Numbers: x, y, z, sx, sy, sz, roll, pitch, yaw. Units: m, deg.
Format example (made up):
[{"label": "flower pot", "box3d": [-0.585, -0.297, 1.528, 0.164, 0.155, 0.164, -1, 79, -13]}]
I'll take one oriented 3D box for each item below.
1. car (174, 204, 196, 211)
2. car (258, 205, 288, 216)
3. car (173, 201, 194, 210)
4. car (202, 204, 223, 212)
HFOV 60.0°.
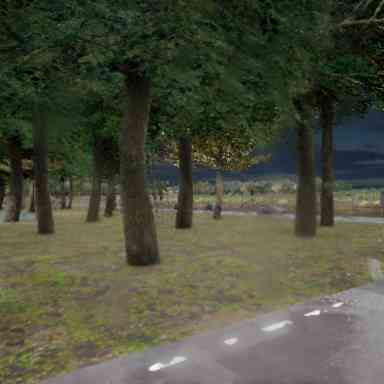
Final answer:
[{"label": "car", "box3d": [-1.021, 2.895, 62.200, 1.994, 1.385, 4.181, 0, -1, -35]}, {"label": "car", "box3d": [10.932, 2.527, 45.067, 1.994, 1.385, 4.181, 0, -1, -35]}, {"label": "car", "box3d": [-1.800, 2.754, 68.087, 2.097, 1.767, 4.553, 0, -1, -35]}, {"label": "car", "box3d": [3.719, 2.802, 60.346, 1.994, 1.385, 4.181, 0, -1, -34]}]
